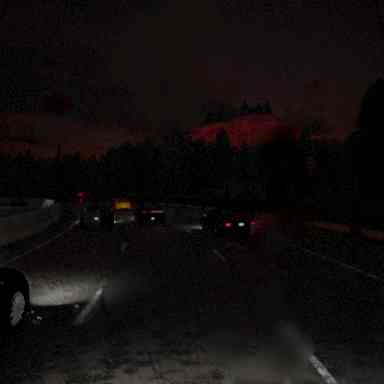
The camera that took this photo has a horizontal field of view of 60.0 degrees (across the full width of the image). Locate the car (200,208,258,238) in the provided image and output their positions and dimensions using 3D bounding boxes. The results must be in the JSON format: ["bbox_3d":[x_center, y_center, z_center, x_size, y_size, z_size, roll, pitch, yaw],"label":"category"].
[{"bbox_3d":[1.830,1.550,17.833,2.033,1.411,5.357,0,0,-10],"label":"car"}]

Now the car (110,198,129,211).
[{"bbox_3d":[-9.046,1.520,41.516,1.882,1.535,5.008,0,0,-23],"label":"car"}]

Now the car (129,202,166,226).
[{"bbox_3d":[-3.089,1.510,23.850,2.128,1.511,4.902,0,0,-14],"label":"car"}]

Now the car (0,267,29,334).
[{"bbox_3d":[-3.671,1.516,3.868,1.837,1.490,4.892,0,0,-2],"label":"car"}]

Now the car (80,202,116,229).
[{"bbox_3d":[-6.233,1.590,22.054,1.994,1.385,4.181,0,0,-13],"label":"car"}]
